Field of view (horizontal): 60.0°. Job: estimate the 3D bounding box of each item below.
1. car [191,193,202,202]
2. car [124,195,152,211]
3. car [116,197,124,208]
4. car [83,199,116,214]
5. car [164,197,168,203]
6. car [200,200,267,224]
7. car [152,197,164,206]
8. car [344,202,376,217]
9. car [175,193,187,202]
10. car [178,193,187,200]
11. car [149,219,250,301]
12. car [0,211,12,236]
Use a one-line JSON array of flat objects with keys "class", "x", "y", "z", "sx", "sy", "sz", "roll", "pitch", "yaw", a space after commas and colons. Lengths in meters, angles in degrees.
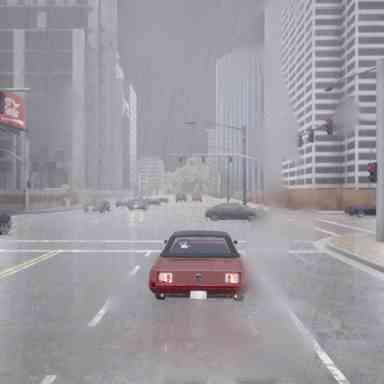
[{"class": "car", "x": 1.048, "y": 1.216, "z": 73.394, "sx": 2.150, "sy": 2.045, "sz": 5.566, "roll": 0, "pitch": 0, "yaw": 1}, {"class": "car", "x": -6.385, "y": 1.491, "z": 39.763, "sx": 2.128, "sy": 1.511, "sz": 4.902, "roll": 0, "pitch": 0, "yaw": -2}, {"class": "car", "x": -9.903, "y": 1.525, "z": 48.698, "sx": 1.812, "sy": 1.442, "sz": 4.674, "roll": 0, "pitch": 0, "yaw": 1}, {"class": "car", "x": -10.102, "y": 1.492, "z": 35.690, "sx": 2.128, "sy": 1.511, "sz": 4.902, "roll": 0, "pitch": 0, "yaw": 1}, {"class": "car", "x": -6.014, "y": 1.597, "z": 69.177, "sx": 1.895, "sy": 1.301, "sz": 4.718, "roll": 0, "pitch": 0, "yaw": 1}, {"class": "car", "x": 3.208, "y": 1.525, "z": 24.801, "sx": 4.674, "sy": 1.442, "sz": 1.812, "roll": 0, "pitch": 0, "yaw": 23}, {"class": "car", "x": -6.310, "y": 1.600, "z": 54.922, "sx": 1.895, "sy": 1.301, "sz": 4.718, "roll": 0, "pitch": 0, "yaw": 1}, {"class": "car", "x": 16.547, "y": 1.601, "z": 30.443, "sx": 4.718, "sy": 1.301, "sz": 1.895, "roll": 0, "pitch": 0, "yaw": 1}, {"class": "car", "x": -2.452, "y": 1.216, "z": 73.445, "sx": 2.150, "sy": 2.045, "sz": 5.566, "roll": 0, "pitch": 0, "yaw": 1}, {"class": "car", "x": -2.297, "y": 1.184, "z": 84.085, "sx": 2.097, "sy": 1.767, "sz": 4.553, "roll": 0, "pitch": 0, "yaw": 1}, {"class": "car", "x": 0.216, "y": 1.601, "z": 8.322, "sx": 1.895, "sy": 1.301, "sz": 4.718, "roll": 0, "pitch": 0, "yaw": 2}, {"class": "car", "x": -10.395, "y": 1.491, "z": 15.468, "sx": 2.128, "sy": 1.511, "sz": 4.902, "roll": 0, "pitch": 0, "yaw": 1}]
